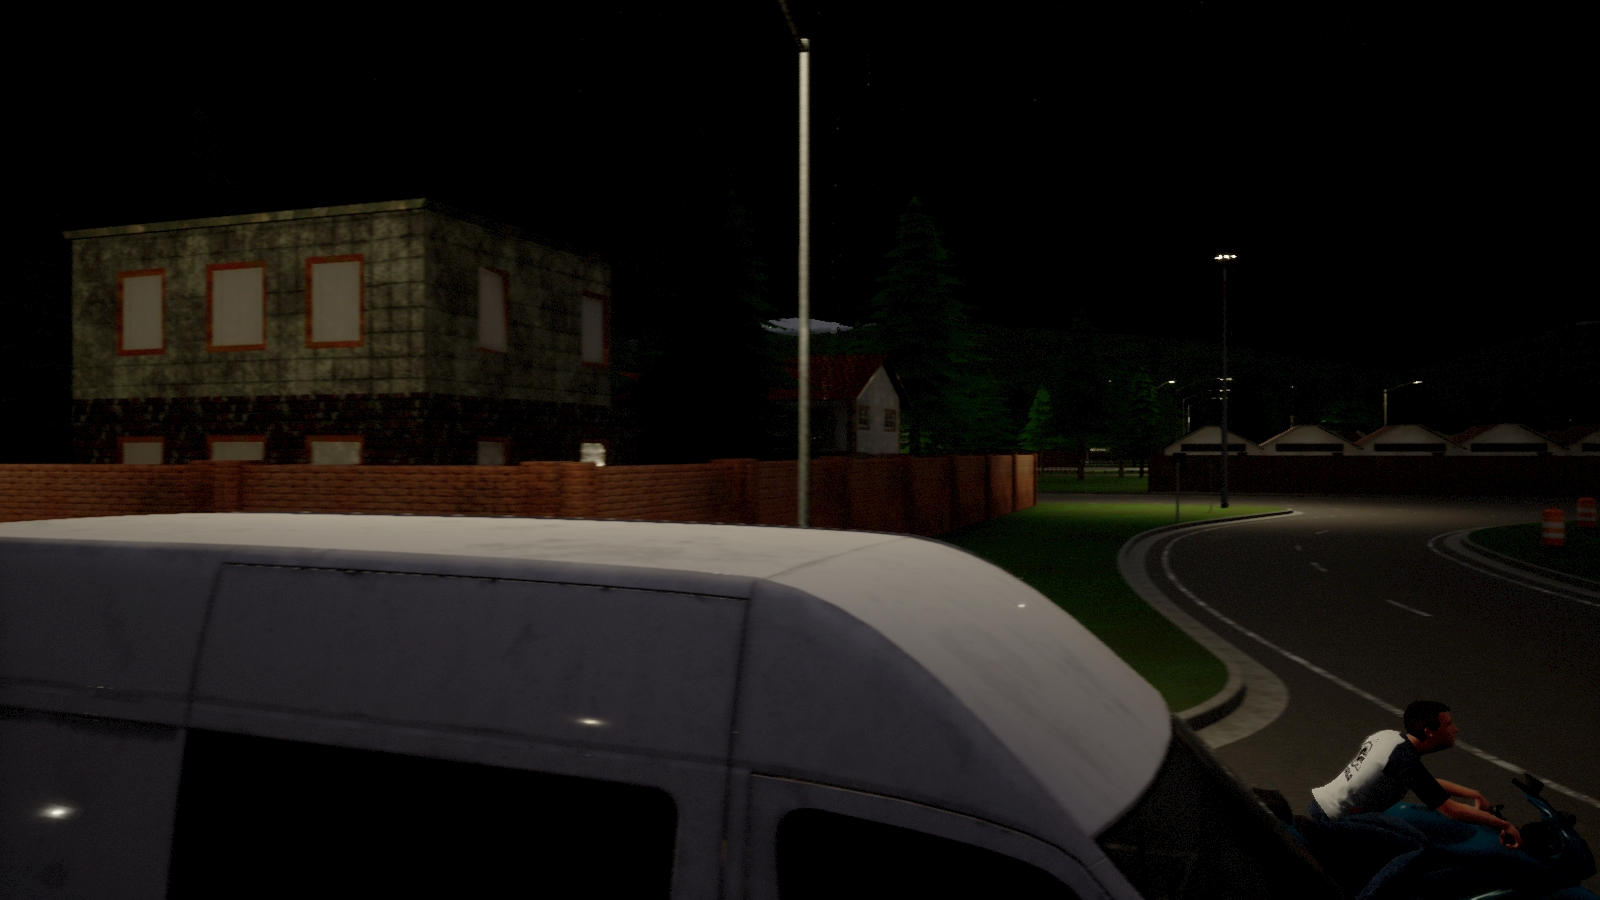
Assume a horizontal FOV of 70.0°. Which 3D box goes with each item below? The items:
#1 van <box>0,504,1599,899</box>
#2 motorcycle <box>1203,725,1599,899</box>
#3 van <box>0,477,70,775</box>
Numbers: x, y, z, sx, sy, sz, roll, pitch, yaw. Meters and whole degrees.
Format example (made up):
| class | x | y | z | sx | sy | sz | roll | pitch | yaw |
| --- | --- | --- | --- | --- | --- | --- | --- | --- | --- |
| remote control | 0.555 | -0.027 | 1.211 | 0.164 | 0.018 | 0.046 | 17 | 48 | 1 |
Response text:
| class | x | y | z | sx | sy | sz | roll | pitch | yaw |
| --- | --- | --- | --- | --- | --- | --- | --- | --- | --- |
| van | -0.352 | 1.535 | 3.427 | 5.915 | 2.561 | 1.988 | 0 | 0 | 20 |
| motorcycle | 3.157 | 2.186 | 5.872 | 2.033 | 1.199 | 0.803 | 0 | 0 | 20 |
| van | -9.842 | 1.535 | 10.597 | 5.915 | 2.561 | 1.988 | 0 | 0 | 20 |
